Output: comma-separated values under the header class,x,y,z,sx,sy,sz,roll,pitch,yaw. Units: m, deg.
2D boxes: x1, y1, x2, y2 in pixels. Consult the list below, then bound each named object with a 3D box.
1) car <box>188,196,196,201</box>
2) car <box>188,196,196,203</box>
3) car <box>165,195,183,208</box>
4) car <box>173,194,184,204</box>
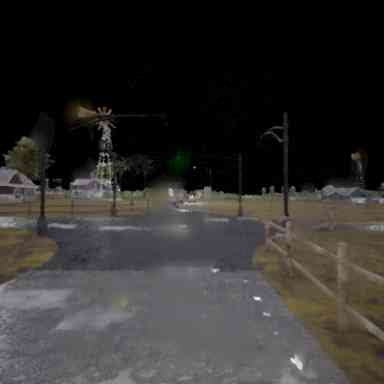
class,x,y,z,sx,sy,sz,roll,pitch,yaw
car,0.003,1.631,84.761,1.812,1.442,4.674,0,0,0
car,0.000,1.725,74.286,2.033,1.411,5.357,0,0,0
car,-2.828,1.612,48.639,2.033,1.411,5.357,0,0,0
car,-2.764,1.348,64.651,2.150,2.045,5.566,0,1,0
